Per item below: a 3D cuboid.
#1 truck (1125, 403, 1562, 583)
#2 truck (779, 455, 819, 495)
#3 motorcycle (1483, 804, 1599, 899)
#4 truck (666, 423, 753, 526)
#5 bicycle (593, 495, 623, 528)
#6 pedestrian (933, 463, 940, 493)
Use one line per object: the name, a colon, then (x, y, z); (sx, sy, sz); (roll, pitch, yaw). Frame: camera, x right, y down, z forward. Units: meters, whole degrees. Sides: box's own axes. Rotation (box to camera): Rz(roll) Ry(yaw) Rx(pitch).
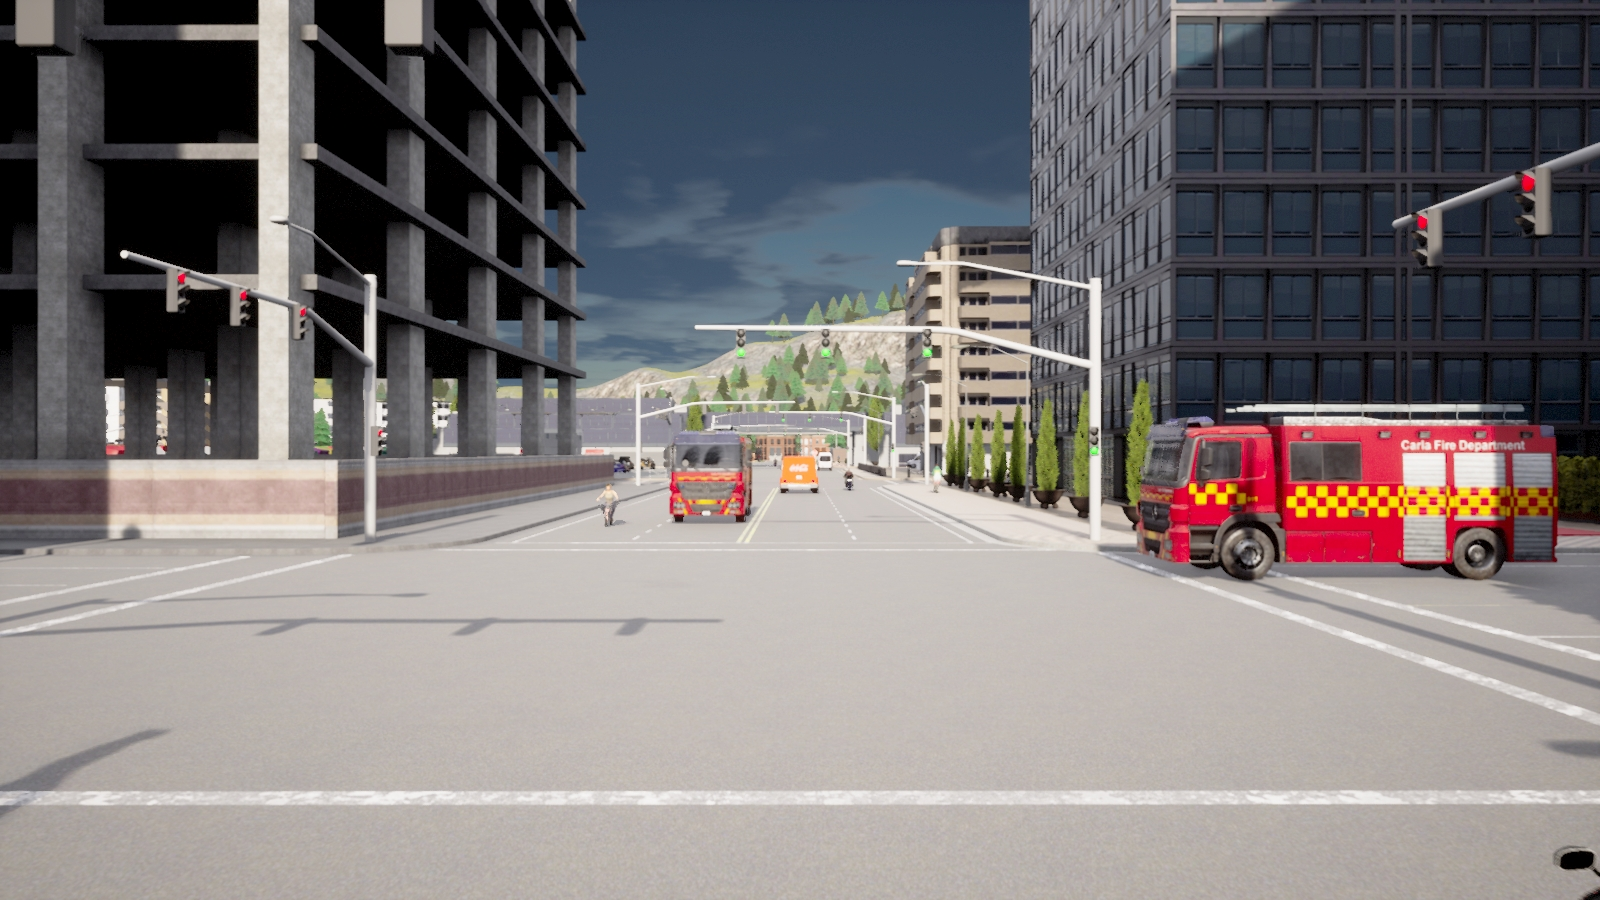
truck: (11.963, 0.909, 25.698); (8.468, 3.827, 2.891); (0, 0, -1)
truck: (-0.041, 1.631, 76.608); (2.627, 2.467, 5.204); (0, 1, 0)
motorcycle: (3.498, 2.209, 4.022); (0.867, 1.251, 2.209); (0, 0, 0)
truck: (-3.517, 0.922, 46.624); (2.891, 3.827, 8.468); (0, 0, 0)
bicycle: (-7.033, 2.262, 41.927); (0.859, 1.126, 1.487); (0, 0, 0)
pedestrian: (8.522, 1.745, 71.381); (0.375, 1.860, 0.375); (0, 0, -1)
